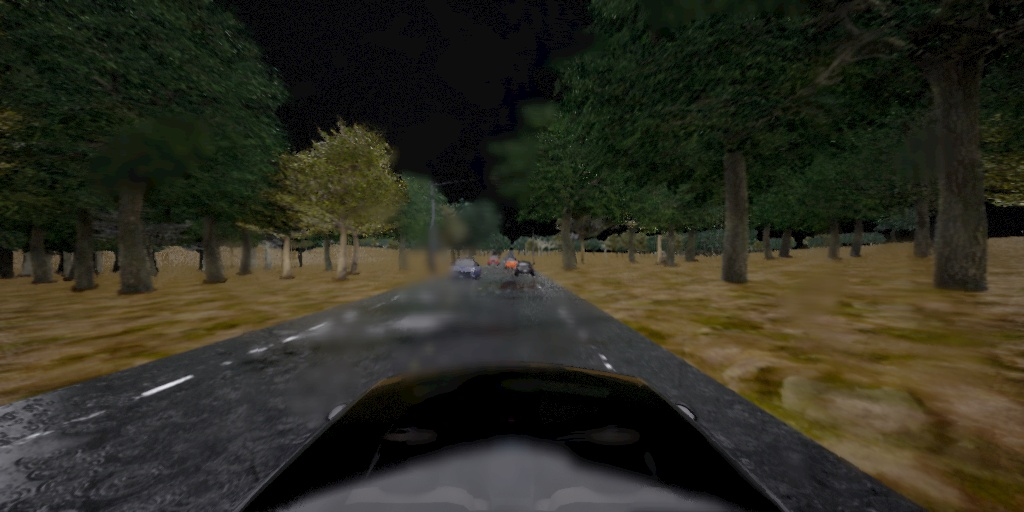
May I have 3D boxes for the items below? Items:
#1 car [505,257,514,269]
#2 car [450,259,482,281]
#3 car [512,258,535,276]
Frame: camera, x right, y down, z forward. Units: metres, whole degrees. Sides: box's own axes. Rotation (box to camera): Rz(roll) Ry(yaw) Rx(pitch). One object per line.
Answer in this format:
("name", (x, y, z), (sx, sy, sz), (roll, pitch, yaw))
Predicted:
("car", (-0.012, 0.994, 54.188), (2.097, 1.767, 4.553), (0, 0, 0))
("car", (-3.583, 1.018, 28.487), (2.097, 1.767, 4.553), (0, 0, 0))
("car", (1.213, 1.186, 35.245), (1.812, 1.442, 4.674), (0, 0, 0))
